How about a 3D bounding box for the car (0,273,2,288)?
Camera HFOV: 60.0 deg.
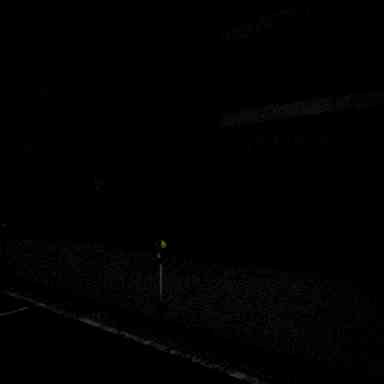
[{"bbox_3d":[-6.073,1.440,7.412,4.097,1.590,1.967,0,0,36],"label":"car"}]
